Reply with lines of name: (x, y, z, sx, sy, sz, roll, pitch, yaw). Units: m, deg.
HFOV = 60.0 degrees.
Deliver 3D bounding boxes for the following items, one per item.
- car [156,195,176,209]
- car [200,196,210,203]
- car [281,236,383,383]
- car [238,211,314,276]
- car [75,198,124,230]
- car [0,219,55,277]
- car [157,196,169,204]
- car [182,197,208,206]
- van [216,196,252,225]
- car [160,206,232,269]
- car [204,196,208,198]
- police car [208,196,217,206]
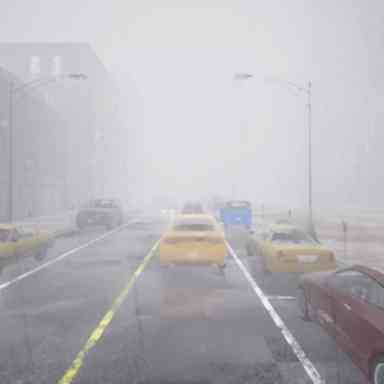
car: (-3.099, 1.472, 44.151, 2.128, 1.511, 4.902, 0, 0, 0)
car: (2.689, 1.524, 71.206, 2.008, 1.369, 4.403, 1, 0, 0)
car: (2.700, 1.579, 4.369, 1.802, 1.307, 4.206, 1, 0, 0)
car: (2.700, 1.519, 10.108, 1.752, 1.417, 4.829, 1, 0, 0)
car: (-5.679, 1.304, 21.078, 2.192, 1.841, 5.009, 1, 0, 0)
car: (-5.681, 1.520, 9.769, 1.752, 1.417, 4.829, 1, 0, 0)
car: (-5.690, 1.541, 65.637, 1.947, 1.339, 4.313, 1, 0, 0)
car: (0.081, 1.477, 30.606, 2.128, 1.511, 4.902, 0, 0, 0)
van: (2.700, 1.330, 21.079, 1.690, 1.788, 3.998, 1, 0, 0)
car: (0.074, 1.471, 11.194, 1.882, 1.535, 5.008, 0, 0, 1)
car: (3.105, 1.333, 44.107, 2.097, 1.767, 4.553, 0, 0, 0)
police car: (3.127, 1.408, 37.246, 1.930, 1.638, 5.238, 0, 0, 0)
